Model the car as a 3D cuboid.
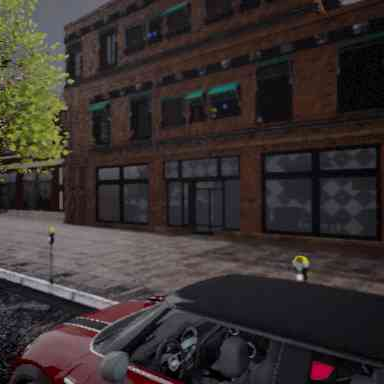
[{"bbox_3d":[0.291,1.434,2.683,4.097,1.590,1.967,0,-1,36],"label":"car"}]
